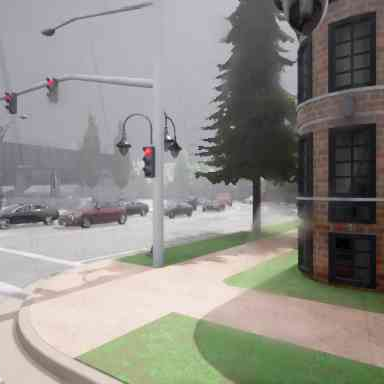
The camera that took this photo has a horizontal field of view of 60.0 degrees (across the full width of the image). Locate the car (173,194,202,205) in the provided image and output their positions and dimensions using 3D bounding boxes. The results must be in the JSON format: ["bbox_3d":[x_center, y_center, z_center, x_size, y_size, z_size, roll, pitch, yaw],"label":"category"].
[{"bbox_3d":[-1.058,1.221,38.578,2.150,2.045,5.566,0,0,19],"label":"car"}]

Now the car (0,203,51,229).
[{"bbox_3d":[-11.079,1.491,21.644,2.128,1.511,4.902,0,0,35],"label":"car"}]

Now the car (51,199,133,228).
[{"bbox_3d":[-6.501,1.352,22.114,2.097,1.767,4.553,0,0,34],"label":"car"}]

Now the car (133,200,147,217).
[{"bbox_3d":[-5.814,1.491,29.431,2.128,1.511,4.902,0,0,31],"label":"car"}]

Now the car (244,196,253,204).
[{"bbox_3d":[11.104,1.526,61.562,1.812,1.442,4.674,0,0,-10],"label":"car"}]

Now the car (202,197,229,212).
[{"bbox_3d":[2.582,1.564,38.637,1.994,1.385,4.181,0,0,18],"label":"car"}]

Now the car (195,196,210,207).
[{"bbox_3d":[1.592,1.495,53.943,2.128,1.511,4.902,0,0,-2],"label":"car"}]

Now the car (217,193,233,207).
[{"bbox_3d":[5.012,1.225,51.722,2.150,2.045,5.566,0,0,1],"label":"car"}]

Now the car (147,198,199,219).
[{"bbox_3d":[-1.583,1.526,29.628,1.812,1.442,4.674,0,0,31],"label":"car"}]
